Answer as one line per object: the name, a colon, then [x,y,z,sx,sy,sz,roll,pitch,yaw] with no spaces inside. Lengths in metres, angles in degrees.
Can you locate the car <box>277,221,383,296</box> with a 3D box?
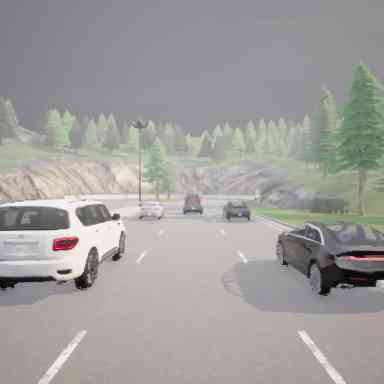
car: [3.599,1.491,8.643,2.128,1.511,4.902,0,0,0]

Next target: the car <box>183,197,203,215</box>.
car: [0.098,1.564,34.635,1.994,1.385,4.181,0,0,0]

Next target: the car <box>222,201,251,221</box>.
car: [3.600,1.492,27.327,2.128,1.511,4.902,0,0,0]

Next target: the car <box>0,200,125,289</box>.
car: [-3.399,1.222,9.317,2.150,2.045,5.566,0,0,0]

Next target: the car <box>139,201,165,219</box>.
car: [-3.400,1.525,28.837,1.812,1.442,4.674,0,0,0]

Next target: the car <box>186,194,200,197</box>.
car: [0.092,1.221,44.196,2.150,2.045,5.566,0,0,0]
